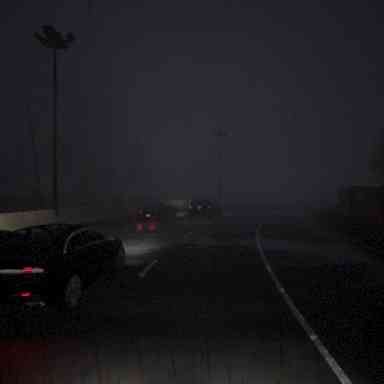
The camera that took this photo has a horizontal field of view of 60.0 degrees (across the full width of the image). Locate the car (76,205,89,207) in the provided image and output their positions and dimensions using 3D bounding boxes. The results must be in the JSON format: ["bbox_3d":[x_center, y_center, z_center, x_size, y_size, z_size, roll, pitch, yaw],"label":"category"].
[{"bbox_3d":[-12.623,1.500,42.390,1.895,1.301,4.718,0,0,23],"label":"car"}]

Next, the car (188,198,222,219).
[{"bbox_3d":[1.228,1.287,28.835,2.097,1.767,4.553,0,0,17],"label":"car"}]

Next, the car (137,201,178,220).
[{"bbox_3d":[-2.749,1.536,27.928,1.895,1.301,4.718,0,0,17],"label":"car"}]

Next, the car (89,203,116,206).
[{"bbox_3d":[-9.762,1.506,40.150,1.895,1.301,4.718,0,0,22],"label":"car"}]

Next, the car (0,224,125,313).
[{"bbox_3d":[-2.984,1.473,7.654,2.128,1.511,4.902,0,0,5],"label":"car"}]
